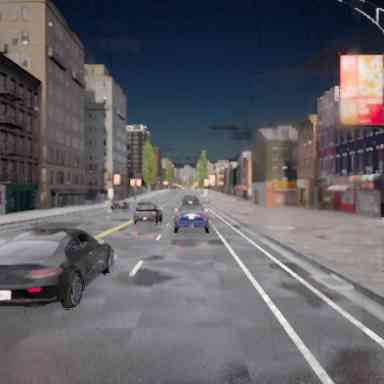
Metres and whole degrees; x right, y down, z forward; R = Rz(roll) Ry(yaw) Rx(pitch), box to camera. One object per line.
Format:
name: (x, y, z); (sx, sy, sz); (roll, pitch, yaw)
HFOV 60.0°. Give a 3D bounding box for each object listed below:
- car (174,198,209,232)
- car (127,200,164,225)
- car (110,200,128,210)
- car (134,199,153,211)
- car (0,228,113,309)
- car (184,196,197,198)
car: (-0.039, 1.488, 21.355); (2.097, 1.767, 4.553); (0, 0, 0)
car: (-3.317, 1.668, 25.727); (2.128, 1.511, 4.902); (0, 0, 0)
car: (-10.075, 1.852, 46.807); (1.994, 1.385, 4.181); (0, 0, 0)
car: (-6.821, 1.824, 47.321); (2.033, 1.411, 5.357); (0, 0, 0)
car: (-3.194, 1.578, 7.873); (1.812, 1.442, 4.674); (0, 0, 0)
car: (-0.182, 1.461, 42.224); (2.150, 2.045, 5.566); (0, 0, 0)
